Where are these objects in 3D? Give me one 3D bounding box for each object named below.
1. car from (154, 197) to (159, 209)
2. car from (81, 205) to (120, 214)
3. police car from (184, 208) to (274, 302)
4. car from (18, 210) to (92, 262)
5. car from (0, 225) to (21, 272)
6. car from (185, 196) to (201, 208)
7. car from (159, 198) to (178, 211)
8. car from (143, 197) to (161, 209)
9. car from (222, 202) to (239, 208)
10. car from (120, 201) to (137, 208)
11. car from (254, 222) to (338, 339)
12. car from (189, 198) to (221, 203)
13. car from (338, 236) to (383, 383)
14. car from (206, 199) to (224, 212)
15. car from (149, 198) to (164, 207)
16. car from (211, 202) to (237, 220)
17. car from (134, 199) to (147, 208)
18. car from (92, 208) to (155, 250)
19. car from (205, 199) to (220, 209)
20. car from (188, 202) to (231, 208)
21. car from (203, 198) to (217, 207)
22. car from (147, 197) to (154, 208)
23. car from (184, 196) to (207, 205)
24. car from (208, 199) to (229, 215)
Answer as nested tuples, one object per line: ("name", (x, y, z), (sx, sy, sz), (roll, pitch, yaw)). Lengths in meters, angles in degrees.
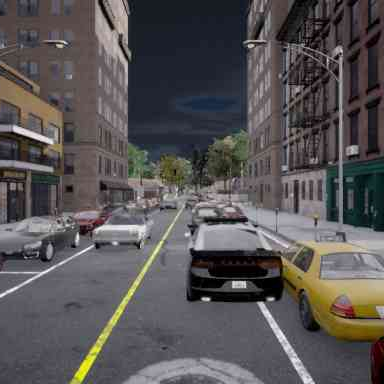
("car", (-5.351, 1.535, 39.419), (1.752, 1.417, 4.829), (0, 0, 0))
("car", (-5.371, 1.545, 17.514), (1.887, 1.381, 4.507), (0, 0, 0))
("police car", (0.833, 1.425, 8.435), (1.930, 1.638, 5.238), (0, 0, 0))
("car", (-5.376, 1.551, 11.995), (2.008, 1.369, 4.403), (0, 0, 0))
("car", (-5.381, 1.582, 6.476), (1.802, 1.307, 4.206), (0, 0, 0))
("car", (0.061, 1.507, 46.231), (2.128, 1.511, 4.902), (0, 0, 1))
("car", (-2.713, 1.573, 39.752), (1.994, 1.385, 4.181), (0, 0, 0))
("car", (-5.345, 1.454, 45.108), (1.967, 1.590, 4.097), (0, 0, 0))
("car", (2.660, 1.583, 23.029), (1.802, 1.307, 4.206), (0, 0, 0))
("car", (-5.366, 1.567, 23.033), (1.947, 1.339, 4.313), (0, 0, 0))
("car", (2.640, 1.525, 6.643), (1.752, 1.417, 4.829), (0, 0, 0))
("car", (0.848, 1.457, 24.515), (1.801, 1.575, 5.366), (0, 0, 0))
("car", (2.639, 1.315, 0.956), (2.192, 1.841, 5.009), (0, 0, 0))
("car", (2.675, 1.554, 39.584), (1.887, 1.381, 4.507), (0, 0, 0))
("car", (-5.340, 1.600, 50.627), (1.802, 1.307, 4.206), (0, 0, 0))
("car", (2.664, 1.584, 28.547), (1.802, 1.307, 4.206), (0, 0, 0))
("car", (-5.360, 1.553, 28.551), (2.008, 1.369, 4.403), (0, 0, 0))
("car", (-2.834, 1.601, 14.535), (1.895, 1.301, 4.718), (0, 0, 0))
("car", (2.680, 1.596, 45.102), (1.802, 1.307, 4.206), (0, 0, 0))
("car", (0.842, 1.526, 18.325), (1.812, 1.442, 4.674), (0, 0, 0))
("car", (2.685, 1.585, 50.621), (1.947, 1.339, 4.313), (0, 0, 0))
("car", (-5.356, 1.446, 34.070), (1.967, 1.590, 4.097), (0, 0, 0))
("car", (0.685, 1.502, 59.502), (1.882, 1.535, 5.008), (0, 0, 27))
("car", (2.670, 1.531, 34.236), (1.752, 1.417, 4.829), (0, 0, 0))
